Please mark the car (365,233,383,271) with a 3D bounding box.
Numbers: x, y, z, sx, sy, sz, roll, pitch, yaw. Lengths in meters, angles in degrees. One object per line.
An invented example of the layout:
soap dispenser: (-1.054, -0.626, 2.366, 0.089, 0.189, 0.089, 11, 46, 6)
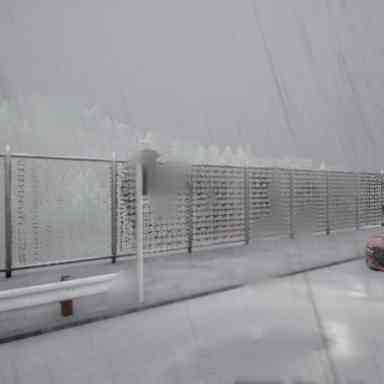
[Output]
car: (6.915, 1.413, 9.527, 5.008, 1.535, 1.882, 0, 0, -35)
